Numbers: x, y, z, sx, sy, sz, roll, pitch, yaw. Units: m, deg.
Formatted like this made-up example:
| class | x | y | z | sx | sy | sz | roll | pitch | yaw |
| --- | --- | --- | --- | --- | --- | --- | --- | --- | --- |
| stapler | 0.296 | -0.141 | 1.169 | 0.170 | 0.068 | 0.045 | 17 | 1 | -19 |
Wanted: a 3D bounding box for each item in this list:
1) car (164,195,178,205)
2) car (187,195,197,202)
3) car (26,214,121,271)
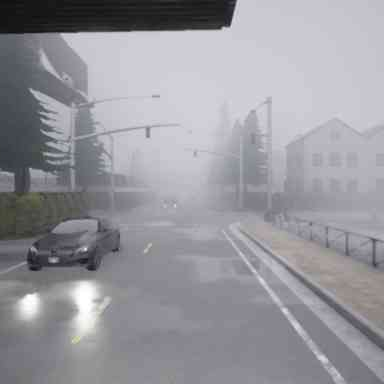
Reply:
| class | x | y | z | sx | sy | sz | roll | pitch | yaw |
| --- | --- | --- | --- | --- | --- | --- | --- | --- | --- |
| car | -3.548 | 1.236 | 56.148 | 2.097 | 1.767 | 4.553 | 0 | 0 | 0 |
| car | 0.010 | 1.353 | 68.733 | 2.128 | 1.511 | 4.902 | 0 | 0 | 0 |
| car | -3.574 | 1.503 | 10.952 | 1.812 | 1.442 | 4.674 | 0 | 0 | 0 |
